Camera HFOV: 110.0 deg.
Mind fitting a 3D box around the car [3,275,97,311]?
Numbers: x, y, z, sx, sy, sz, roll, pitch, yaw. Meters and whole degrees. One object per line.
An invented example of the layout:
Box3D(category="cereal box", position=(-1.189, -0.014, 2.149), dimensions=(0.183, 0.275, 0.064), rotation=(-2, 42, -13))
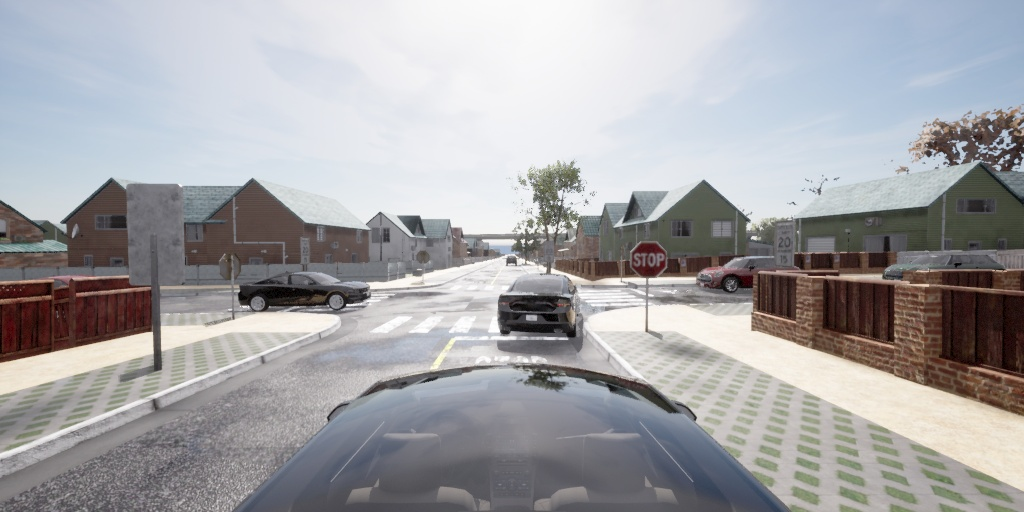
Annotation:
Box3D(category="car", position=(-18.038, 1.546, 14.823), dimensions=(5.008, 1.535, 1.882), rotation=(-1, 2, 0))

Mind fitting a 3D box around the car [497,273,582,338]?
Box3D(category="car", position=(0.947, 1.224, 10.384), dimensions=(1.882, 1.535, 5.008), rotation=(0, 0, 12))

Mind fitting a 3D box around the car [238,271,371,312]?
Box3D(category="car", position=(-8.485, 1.376, 14.898), dimensions=(5.008, 1.535, 1.882), rotation=(-1, 2, 0))

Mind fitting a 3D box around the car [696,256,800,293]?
Box3D(category="car", position=(11.785, 0.820, 18.008), dimensions=(4.553, 1.767, 2.097), rotation=(-1, 2, 0))

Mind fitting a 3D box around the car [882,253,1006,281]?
Box3D(category="car", position=(21.680, 0.646, 18.092), dimensions=(4.553, 1.767, 2.097), rotation=(-1, 2, 0))
